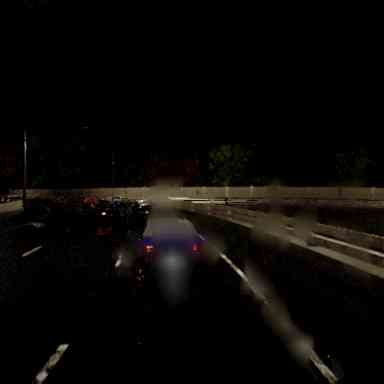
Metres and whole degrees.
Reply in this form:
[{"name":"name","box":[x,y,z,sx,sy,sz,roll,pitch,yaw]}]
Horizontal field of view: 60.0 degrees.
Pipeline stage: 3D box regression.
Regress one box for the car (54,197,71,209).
[{"name":"car","box":[-18.001,1.520,46.122,1.837,1.490,4.892,0,0,-26]}]

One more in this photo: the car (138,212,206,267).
[{"name":"car","box":[-0.783,1.589,11.353,1.895,1.301,4.718,0,0,-6]}]

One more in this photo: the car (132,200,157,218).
[{"name":"car","box":[-4.319,1.469,29.914,2.128,1.511,4.902,0,0,-15]}]

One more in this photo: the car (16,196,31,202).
[{"name":"car","box":[-37.260,1.583,73.562,4.902,1.511,2.128,0,0,45]}]

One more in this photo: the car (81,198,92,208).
[{"name":"car","box":[-14.534,1.523,47.015,1.812,1.442,4.674,0,0,-26]}]

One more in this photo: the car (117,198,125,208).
[{"name":"car","box":[-11.005,1.546,47.698,1.994,1.385,4.181,0,0,-25]}]

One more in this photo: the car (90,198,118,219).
[{"name":"car","box":[-7.821,1.499,29.456,1.837,1.490,4.892,0,0,-15]}]
